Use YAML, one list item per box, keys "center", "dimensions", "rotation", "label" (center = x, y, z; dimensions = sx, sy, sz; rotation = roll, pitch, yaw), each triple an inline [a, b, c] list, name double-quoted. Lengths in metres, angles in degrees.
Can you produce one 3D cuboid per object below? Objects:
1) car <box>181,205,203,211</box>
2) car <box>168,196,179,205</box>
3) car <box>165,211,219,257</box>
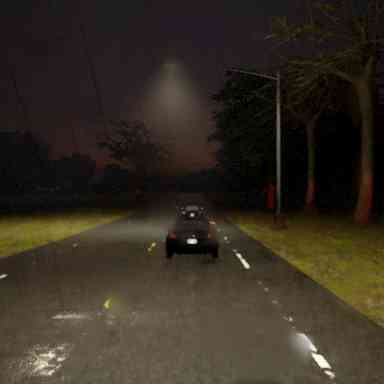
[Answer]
- center: [0.023, 1.804, 28.515]
  dimensions: [1.994, 1.385, 4.181]
  rotation: [0, 0, 0]
  label: "car"
- center: [-3.514, 1.606, 65.053]
  dimensions: [1.882, 1.535, 5.008]
  rotation: [0, 1, 1]
  label: "car"
- center: [0.018, 1.704, 13.579]
  dimensions: [1.994, 1.385, 4.181]
  rotation: [0, 0, 0]
  label: "car"
